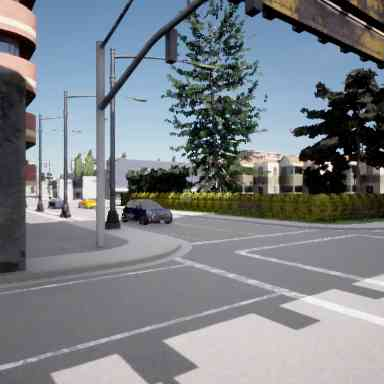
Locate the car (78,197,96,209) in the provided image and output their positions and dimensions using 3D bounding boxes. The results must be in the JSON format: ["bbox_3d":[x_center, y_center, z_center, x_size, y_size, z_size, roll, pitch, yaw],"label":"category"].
[{"bbox_3d":[-14.059,1.478,45.331,1.882,1.535,5.008,0,0,-34],"label":"car"}]

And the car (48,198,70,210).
[{"bbox_3d":[-17.770,1.548,44.265,2.033,1.411,5.357,0,0,-35],"label":"car"}]

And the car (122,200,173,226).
[{"bbox_3d":[-3.201,1.353,23.469,2.097,1.767,4.553,0,0,-35],"label":"car"}]
